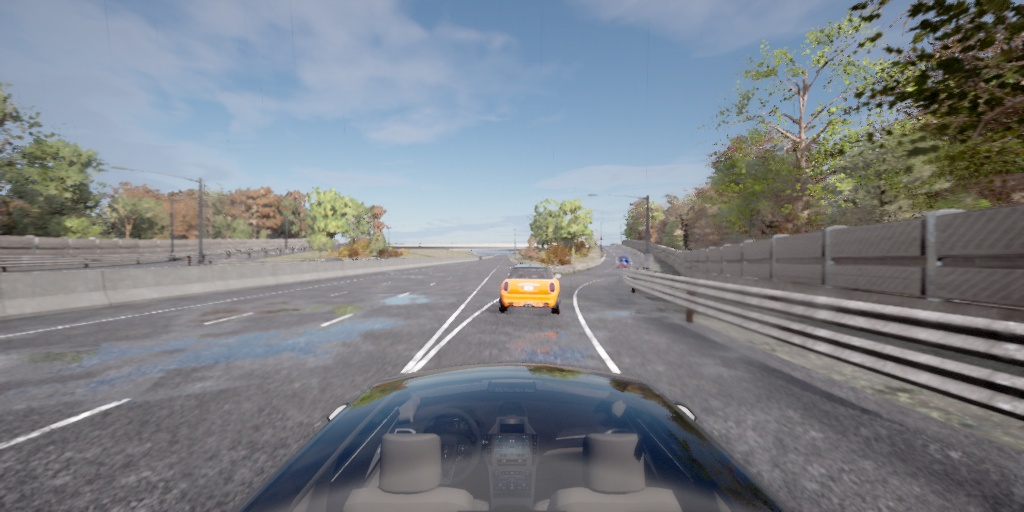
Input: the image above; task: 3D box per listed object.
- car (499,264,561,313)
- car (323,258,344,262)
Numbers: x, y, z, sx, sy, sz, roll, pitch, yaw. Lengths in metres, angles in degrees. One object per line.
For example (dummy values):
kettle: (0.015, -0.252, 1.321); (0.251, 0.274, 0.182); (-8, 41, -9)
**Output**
car: (0.849, 1.111, 14.216); (2.097, 1.767, 4.553); (0, 0, 8)
car: (-25.257, 1.038, 50.321); (2.097, 1.767, 4.553); (0, 0, 0)
